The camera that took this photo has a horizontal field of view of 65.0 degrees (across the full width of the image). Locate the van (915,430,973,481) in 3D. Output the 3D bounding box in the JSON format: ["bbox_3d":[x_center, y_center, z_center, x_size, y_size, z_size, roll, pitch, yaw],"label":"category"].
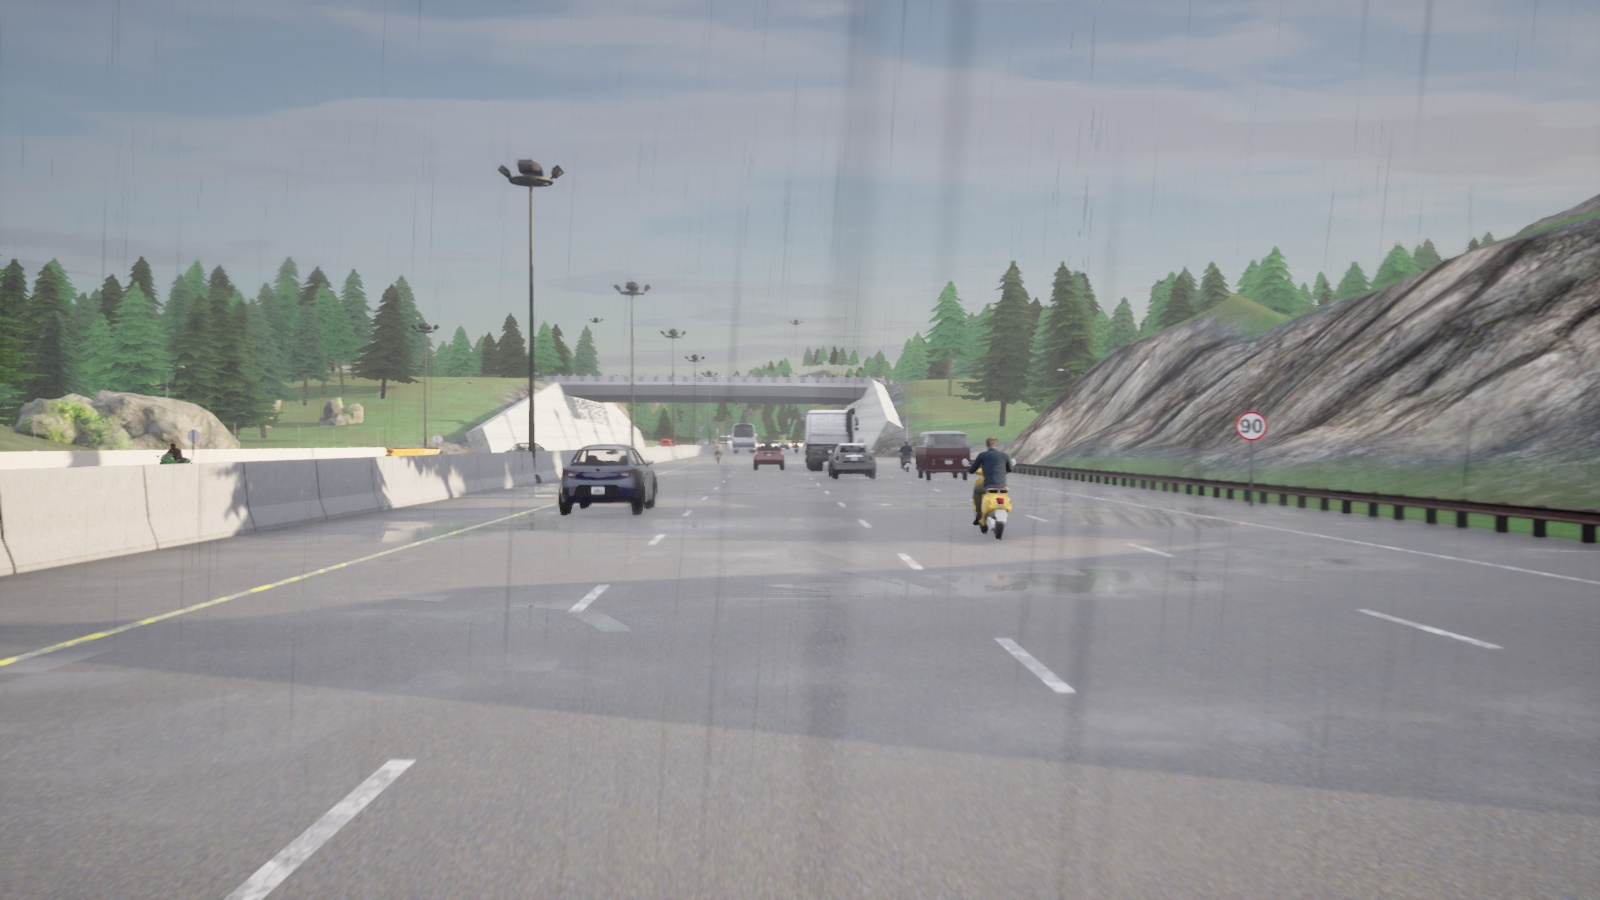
[{"bbox_3d":[5.798,0.215,51.049,1.775,1.987,4.442,0,0,-1],"label":"van"}]

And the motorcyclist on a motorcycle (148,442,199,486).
[{"bbox_3d":[-22.046,0.470,44.222,0.797,1.523,2.044,0,0,-1],"label":"motorcyclist on a motorcycle"}]

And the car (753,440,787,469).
[{"bbox_3d":[-1.695,0.241,71.377,1.851,1.617,3.988,0,0,-1],"label":"car"}]

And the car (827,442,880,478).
[{"bbox_3d":[2.237,0.412,53.443,1.970,1.475,3.806,0,0,-1],"label":"car"}]

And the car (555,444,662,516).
[{"bbox_3d":[-4.143,0.602,27.716,1.816,1.474,4.193,0,0,-1],"label":"car"}]

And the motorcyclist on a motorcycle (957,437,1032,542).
[{"bbox_3d":[3.049,0.589,19.866,0.866,1.590,1.817,0,0,-1],"label":"motorcyclist on a motorcycle"}]

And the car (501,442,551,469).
[{"bbox_3d":[-15.718,0.280,72.186,2.007,1.525,4.514,0,0,-1],"label":"car"}]

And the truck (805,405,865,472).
[{"bbox_3d":[1.856,-0.625,69.327,2.891,3.462,7.936,0,0,-1],"label":"truck"}]
